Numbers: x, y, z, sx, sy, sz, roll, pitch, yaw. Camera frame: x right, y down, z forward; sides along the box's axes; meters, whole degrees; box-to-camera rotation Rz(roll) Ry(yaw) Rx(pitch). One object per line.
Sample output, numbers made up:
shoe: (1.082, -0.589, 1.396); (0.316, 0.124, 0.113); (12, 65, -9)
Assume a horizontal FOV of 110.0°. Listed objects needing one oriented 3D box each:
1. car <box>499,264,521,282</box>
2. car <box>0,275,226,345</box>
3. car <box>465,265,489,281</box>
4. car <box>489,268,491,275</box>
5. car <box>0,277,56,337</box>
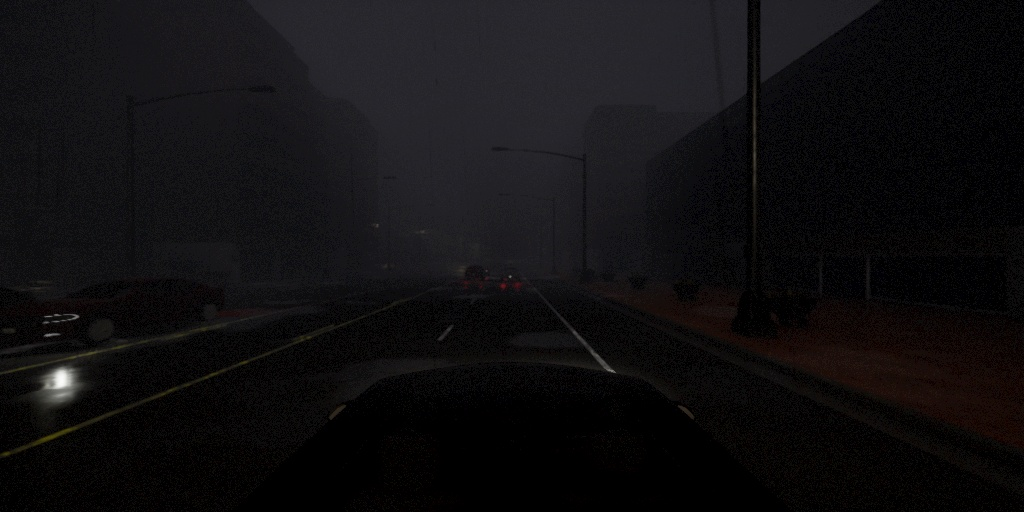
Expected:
car: (-0.181, 1.699, 34.889); (1.812, 1.442, 4.674); (0, -1, -1)
car: (-10.644, 1.332, 10.076); (1.882, 1.535, 5.008); (0, -1, -1)
car: (-3.705, 1.679, 36.884); (1.882, 1.535, 5.008); (0, -1, 0)
car: (-3.804, 1.918, 46.832); (1.895, 1.301, 4.718); (0, 0, 0)
car: (-14.126, 1.335, 7.942); (1.837, 1.490, 4.892); (0, -1, 0)
